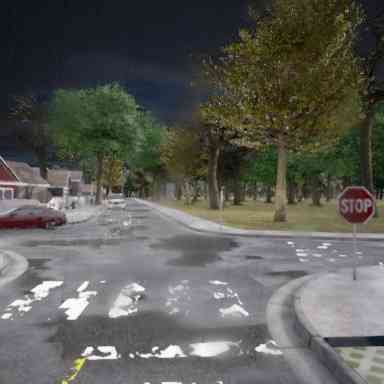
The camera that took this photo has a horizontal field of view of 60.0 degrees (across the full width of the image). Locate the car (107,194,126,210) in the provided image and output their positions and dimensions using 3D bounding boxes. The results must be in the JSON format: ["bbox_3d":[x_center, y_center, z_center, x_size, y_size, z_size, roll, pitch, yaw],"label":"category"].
[{"bbox_3d":[-9.873,1.271,43.555,2.150,2.045,5.566,0,2,-12],"label":"car"}]

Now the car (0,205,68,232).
[{"bbox_3d":[-9.389,1.484,18.500,4.674,1.442,1.812,1,2,-32],"label":"car"}]
